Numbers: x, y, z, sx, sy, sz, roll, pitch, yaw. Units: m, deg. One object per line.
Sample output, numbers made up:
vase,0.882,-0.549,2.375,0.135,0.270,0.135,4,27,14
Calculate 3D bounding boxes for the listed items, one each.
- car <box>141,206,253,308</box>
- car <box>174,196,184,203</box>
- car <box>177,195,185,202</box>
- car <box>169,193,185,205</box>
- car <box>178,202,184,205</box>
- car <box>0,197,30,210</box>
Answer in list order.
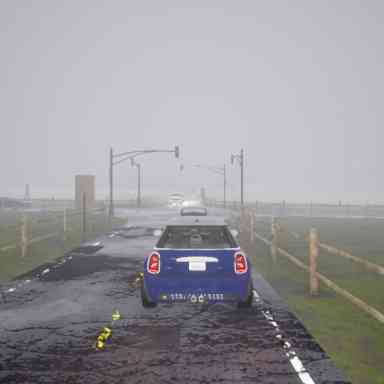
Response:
car,0.096,1.353,8.096,2.097,1.767,4.553,0,0,0
car,-2.735,1.615,69.928,1.895,1.301,4.718,0,0,0
car,-2.701,1.549,80.270,1.812,1.442,4.674,0,0,0
car,-2.839,1.237,59.906,2.150,2.045,5.566,0,0,0
car,0.091,1.507,17.262,1.837,1.490,4.892,0,0,0
car,-20.083,1.216,36.379,4.181,1.385,1.994,1,0,0
